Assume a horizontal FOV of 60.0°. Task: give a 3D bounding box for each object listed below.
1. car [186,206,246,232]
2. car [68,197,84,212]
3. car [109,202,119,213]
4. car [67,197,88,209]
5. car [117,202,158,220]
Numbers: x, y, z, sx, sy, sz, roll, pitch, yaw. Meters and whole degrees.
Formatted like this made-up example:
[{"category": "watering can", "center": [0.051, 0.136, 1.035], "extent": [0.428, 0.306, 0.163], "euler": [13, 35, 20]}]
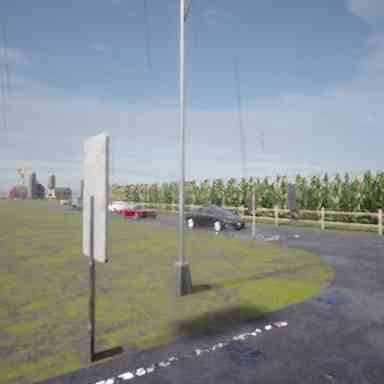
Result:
[{"category": "car", "center": [1.455, 1.719, 21.964], "extent": [1.837, 1.490, 4.892], "euler": [1, -1, -35]}, {"category": "car", "center": [-15.542, 1.842, 46.857], "extent": [2.097, 1.767, 4.553], "euler": [1, -1, -34]}, {"category": "car", "center": [-9.661, 1.984, 43.395], "extent": [1.812, 1.442, 4.674], "euler": [1, -1, -34]}, {"category": "car", "center": [-20.281, 1.854, 58.892], "extent": [2.150, 2.045, 5.566], "euler": [1, -1, -34]}, {"category": "car", "center": [-5.097, 1.921, 31.517], "extent": [1.895, 1.301, 4.718], "euler": [1, -1, -34]}]
